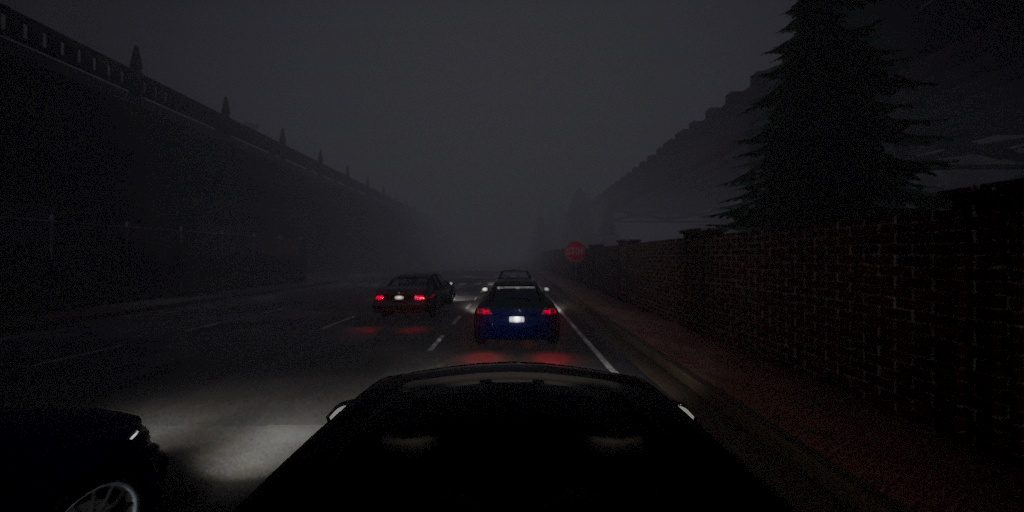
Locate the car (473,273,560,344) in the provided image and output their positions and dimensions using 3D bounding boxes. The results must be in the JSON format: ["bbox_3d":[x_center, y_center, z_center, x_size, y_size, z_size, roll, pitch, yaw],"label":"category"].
[{"bbox_3d":[0.103,1.321,9.645,1.994,1.385,4.181,0,0,0],"label":"car"}]

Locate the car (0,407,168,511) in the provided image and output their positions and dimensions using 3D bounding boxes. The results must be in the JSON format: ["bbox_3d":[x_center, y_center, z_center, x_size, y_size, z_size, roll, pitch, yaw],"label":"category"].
[{"bbox_3d":[-3.407,1.275,0.602,1.812,1.442,4.674,0,-1,0],"label":"car"}]

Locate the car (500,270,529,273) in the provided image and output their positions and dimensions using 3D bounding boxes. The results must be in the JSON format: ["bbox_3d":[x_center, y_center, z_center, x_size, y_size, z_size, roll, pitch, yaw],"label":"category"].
[{"bbox_3d":[0.126,1.366,18.464,1.895,1.301,4.718,0,0,-1],"label":"car"}]

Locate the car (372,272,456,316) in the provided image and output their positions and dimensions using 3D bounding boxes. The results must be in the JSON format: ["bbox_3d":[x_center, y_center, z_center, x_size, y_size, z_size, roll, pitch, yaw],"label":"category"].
[{"bbox_3d":[-3.386,1.308,13.300,2.033,1.411,5.357,0,0,0],"label":"car"}]
